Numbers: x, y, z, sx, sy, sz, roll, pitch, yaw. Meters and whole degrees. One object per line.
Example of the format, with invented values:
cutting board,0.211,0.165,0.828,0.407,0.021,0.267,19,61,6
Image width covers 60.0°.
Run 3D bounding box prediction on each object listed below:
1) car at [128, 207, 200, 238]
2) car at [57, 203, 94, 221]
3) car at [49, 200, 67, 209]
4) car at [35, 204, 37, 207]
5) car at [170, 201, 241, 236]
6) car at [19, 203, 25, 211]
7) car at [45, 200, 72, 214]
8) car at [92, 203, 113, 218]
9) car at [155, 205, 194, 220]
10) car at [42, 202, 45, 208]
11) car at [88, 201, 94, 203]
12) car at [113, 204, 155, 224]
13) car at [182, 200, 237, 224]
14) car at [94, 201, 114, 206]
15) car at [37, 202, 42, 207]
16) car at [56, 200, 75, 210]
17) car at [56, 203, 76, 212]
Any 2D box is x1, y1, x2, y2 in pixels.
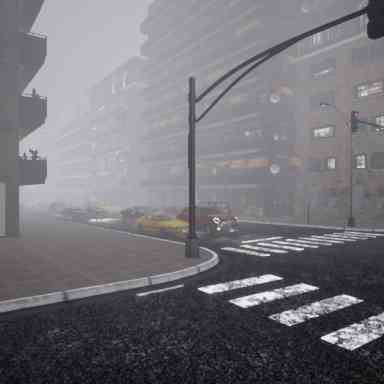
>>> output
car,-1.817,1.833,19.961,1.752,1.417,4.829,-1,0,-36
car,-11.925,2.163,33.829,1.887,1.381,4.507,-1,0,-36
car,-28.574,2.623,70.833,2.192,1.841,5.009,-1,0,-36
car,-38.572,3.168,84.565,1.947,1.339,4.313,-1,0,-36
car,0.927,1.634,20.606,2.097,1.767,4.553,0,-1,-36
car,-31.942,2.770,61.290,1.887,1.381,4.507,-1,0,-36
car,-19.508,2.260,48.804,2.097,1.767,4.553,0,-1,-36
car,-10.763,2.206,36.666,1.994,1.385,4.181,0,-1,-36
car,-1.880,2.045,34.219,1.887,1.381,4.507,-1,0,-36
car,-31.904,2.973,75.409,1.947,1.339,4.313,-1,0,-36
car,-16.458,2.307,55.013,2.097,1.767,4.553,0,-1,-36
car,-4.433,1.939,27.971,2.128,1.511,4.902,0,-1,-36
car,1.450,1.713,29.643,2.192,1.841,5.009,-1,0,-36
car,-12.433,2.290,49.555,1.801,1.575,5.366,0,-1,-36
car,-35.241,3.049,79.986,1.887,1.381,4.507,-1,0,-36
car,-25.238,2.524,66.255,2.192,1.841,5.009,-1,0,-36
car,-21.659,2.645,57.034,1.895,1.301,4.718,0,-1,-36
